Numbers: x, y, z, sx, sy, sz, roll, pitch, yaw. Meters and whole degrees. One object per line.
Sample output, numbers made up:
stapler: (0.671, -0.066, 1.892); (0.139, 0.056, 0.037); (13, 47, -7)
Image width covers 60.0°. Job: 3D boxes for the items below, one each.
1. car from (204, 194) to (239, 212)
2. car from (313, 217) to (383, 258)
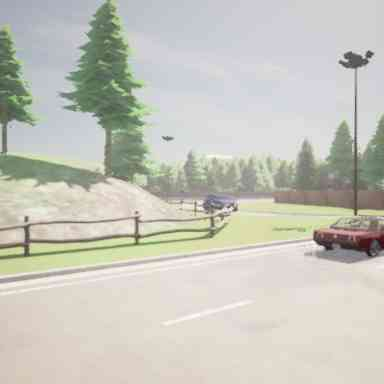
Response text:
car: (3.303, 1.278, 38.838); (2.150, 2.045, 5.566); (-1, 0, -24)
car: (6.905, 1.630, 12.998); (4.718, 1.301, 1.895); (0, 0, -35)
